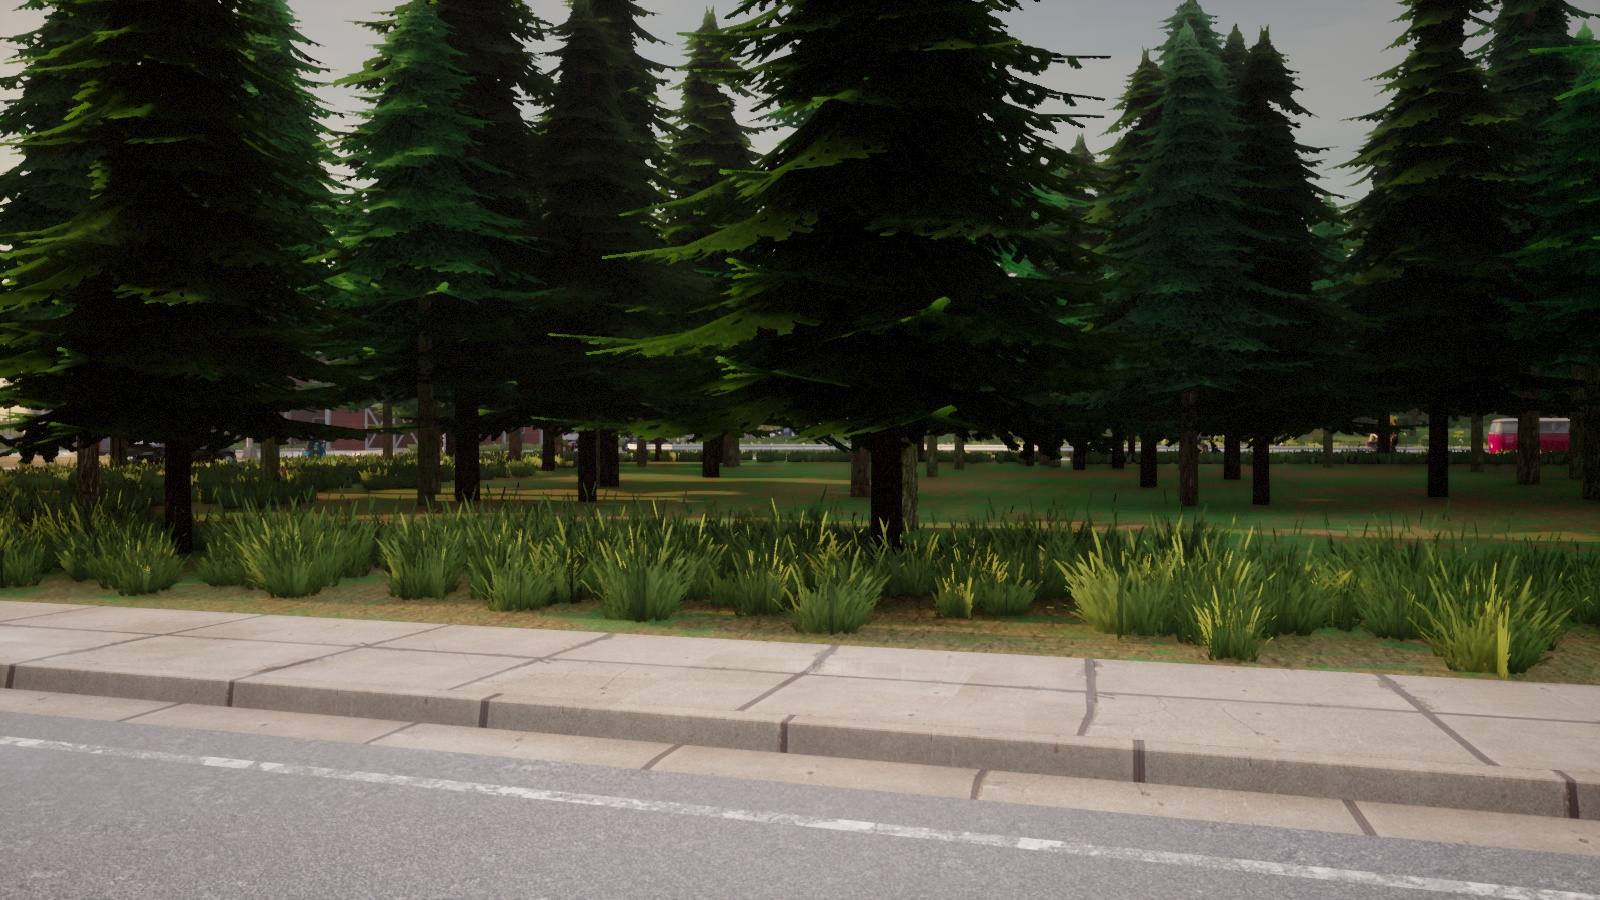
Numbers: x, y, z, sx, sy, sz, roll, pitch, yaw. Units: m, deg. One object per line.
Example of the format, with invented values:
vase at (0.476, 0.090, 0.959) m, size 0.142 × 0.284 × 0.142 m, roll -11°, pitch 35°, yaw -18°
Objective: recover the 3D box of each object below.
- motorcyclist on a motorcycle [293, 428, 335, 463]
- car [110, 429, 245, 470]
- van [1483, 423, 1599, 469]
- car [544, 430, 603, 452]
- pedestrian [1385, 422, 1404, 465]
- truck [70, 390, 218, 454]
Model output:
motorcyclist on a motorcycle at (-22.386, -0.204, 57.883) m, size 0.866 × 1.590 × 1.817 m, roll 1°, pitch 1°, yaw 17°
car at (-24.790, -0.066, 50.212) m, size 1.882 × 1.535 × 5.008 m, roll 1°, pitch 1°, yaw 17°
van at (33.020, -0.189, 55.749) m, size 4.442 × 1.987 × 1.775 m, roll 1°, pitch 1°, yaw 19°
car at (-16.113, -0.642, 89.604) m, size 2.163 × 1.488 × 4.792 m, roll 1°, pitch 1°, yaw 17°
pedestrian at (25.689, -0.283, 54.230) m, size 0.331 × 1.846 × 0.634 m, roll 0°, pitch 1°, yaw -34°
truck at (-40.800, -1.746, 78.091) m, size 8.468 × 3.827 × 2.891 m, roll 0°, pitch 1°, yaw 16°
